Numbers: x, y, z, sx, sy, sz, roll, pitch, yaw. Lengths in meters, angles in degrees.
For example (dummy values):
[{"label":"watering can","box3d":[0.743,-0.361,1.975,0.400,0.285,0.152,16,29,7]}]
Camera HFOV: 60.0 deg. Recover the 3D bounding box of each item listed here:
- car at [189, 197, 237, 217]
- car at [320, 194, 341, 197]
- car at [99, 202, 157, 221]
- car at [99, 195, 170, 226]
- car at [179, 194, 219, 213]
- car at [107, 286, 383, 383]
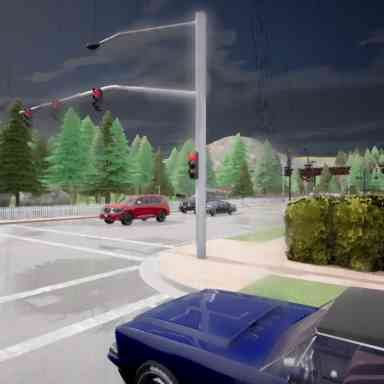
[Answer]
[{"label":"car","box3d":[2.364,1.547,32.282,2.033,1.411,5.357,0,0,38]},{"label":"car","box3d":[16.210,1.221,38.203,2.150,2.045,5.566,0,0,38]},{"label":"car","box3d":[-5.348,1.601,28.182,1.895,1.301,4.718,0,0,38]},{"label":"car","box3d":[-3.997,1.221,24.249,2.150,2.045,5.566,0,0,38]},{"label":"car","box3d":[0.983,1.221,36.168,2.150,2.045,5.566,0,0,39]},{"label":"car","box3d":[1.432,1.601,2.943,4.718,1.301,1.895,0,0,36]}]
